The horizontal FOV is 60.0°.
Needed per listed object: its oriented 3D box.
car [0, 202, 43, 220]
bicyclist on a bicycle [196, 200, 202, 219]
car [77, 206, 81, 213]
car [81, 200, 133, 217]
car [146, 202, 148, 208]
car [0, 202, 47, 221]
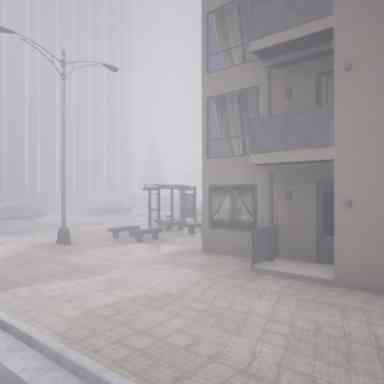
[{"bbox_3d":[-16.279,1.676,30.027,1.837,1.490,4.892,0,0,39],"label":"car"},{"bbox_3d":[0.948,1.418,26.565,1.656,1.620,0.582,-1,0,40],"label":"bicyclist on a bicycle"},{"bbox_3d":[-10.394,1.665,37.136,2.128,1.511,4.902,0,0,40],"label":"car"},{"bbox_3d":[-8.433,1.761,34.018,1.895,1.301,4.718,0,0,40],"label":"car"},{"bbox_3d":[-3.629,1.397,45.274,2.150,2.045,5.566,0,0,40],"label":"car"},{"bbox_3d":[-14.546,1.706,26.627,2.033,1.411,5.357,0,0,40],"label":"car"}]
